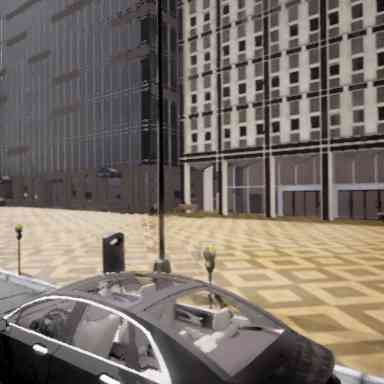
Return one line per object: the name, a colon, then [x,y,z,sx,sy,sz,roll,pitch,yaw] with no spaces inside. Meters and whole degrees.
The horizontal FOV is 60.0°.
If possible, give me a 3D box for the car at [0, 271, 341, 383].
car: [-0.820,1.543,3.476,4.403,1.369,2.008,0,-1,36]
